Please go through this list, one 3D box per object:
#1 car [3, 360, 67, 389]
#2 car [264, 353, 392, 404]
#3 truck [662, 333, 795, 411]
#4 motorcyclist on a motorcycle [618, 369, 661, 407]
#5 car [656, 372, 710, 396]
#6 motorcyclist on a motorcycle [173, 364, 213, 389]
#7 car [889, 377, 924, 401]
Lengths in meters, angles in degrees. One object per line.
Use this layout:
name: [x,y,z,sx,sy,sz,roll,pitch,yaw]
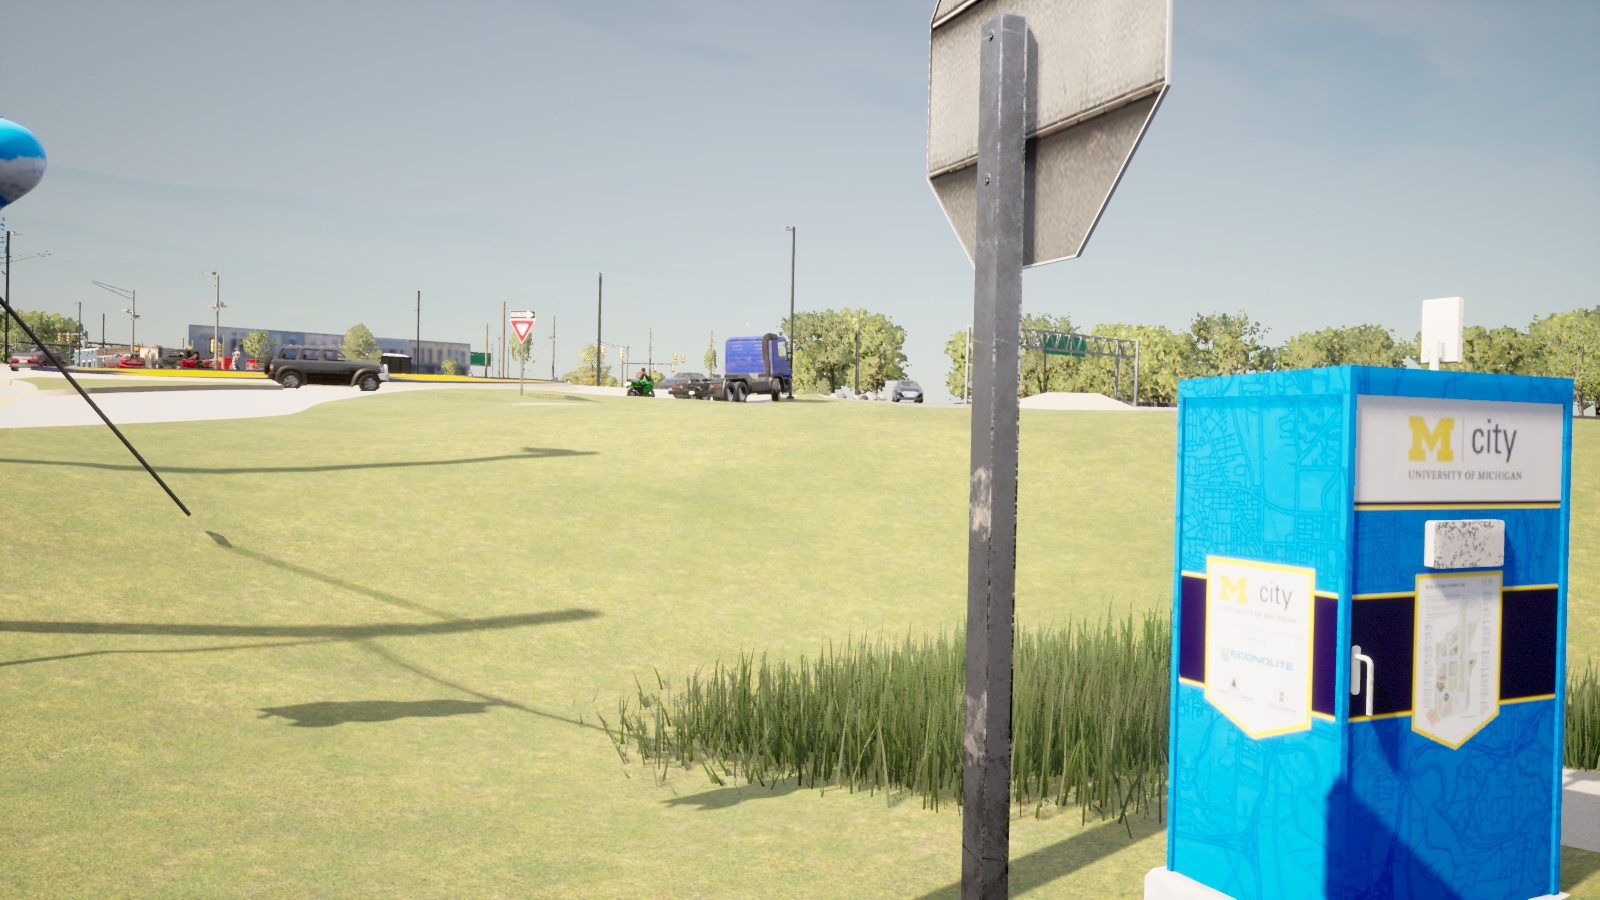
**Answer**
car: [-43.303,-4.240,71.203,1.789,1.549,3.705,-1,3,-9]
car: [-18.546,-2.803,49.413,4.605,1.855,1.932,0,5,-21]
truck: [-3.363,-3.931,61.987,2.891,3.462,7.936,-1,5,26]
motorcyclist on a motorcycle: [-6.850,-2.639,53.777,0.797,1.523,2.044,0,1,28]
car: [-9.116,-5.111,98.093,2.097,1.767,4.553,0,2,27]
motorcyclist on a motorcycle: [-38.153,-4.626,78.957,2.044,1.523,0.797,-3,3,-38]
car: [7.454,-4.309,88.269,2.033,1.649,4.856,1,3,-1]
